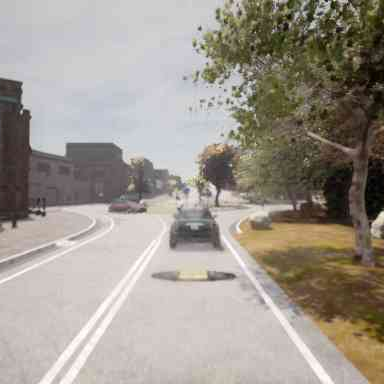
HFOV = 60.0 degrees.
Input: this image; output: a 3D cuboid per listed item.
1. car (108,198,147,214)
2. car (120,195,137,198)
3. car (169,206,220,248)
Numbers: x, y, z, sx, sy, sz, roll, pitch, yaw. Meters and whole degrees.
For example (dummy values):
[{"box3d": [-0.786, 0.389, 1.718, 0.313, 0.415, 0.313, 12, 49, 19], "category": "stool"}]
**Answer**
[{"box3d": [-6.890, 1.625, 35.501, 4.181, 1.385, 1.994, 1, -1, 28], "category": "car"}, {"box3d": [-11.133, 1.312, 55.632, 2.097, 1.767, 4.553, -2, -1, 42], "category": "car"}, {"box3d": [0.134, 1.428, 15.377, 2.097, 1.767, 4.553, 0, 0, 1], "category": "car"}]
